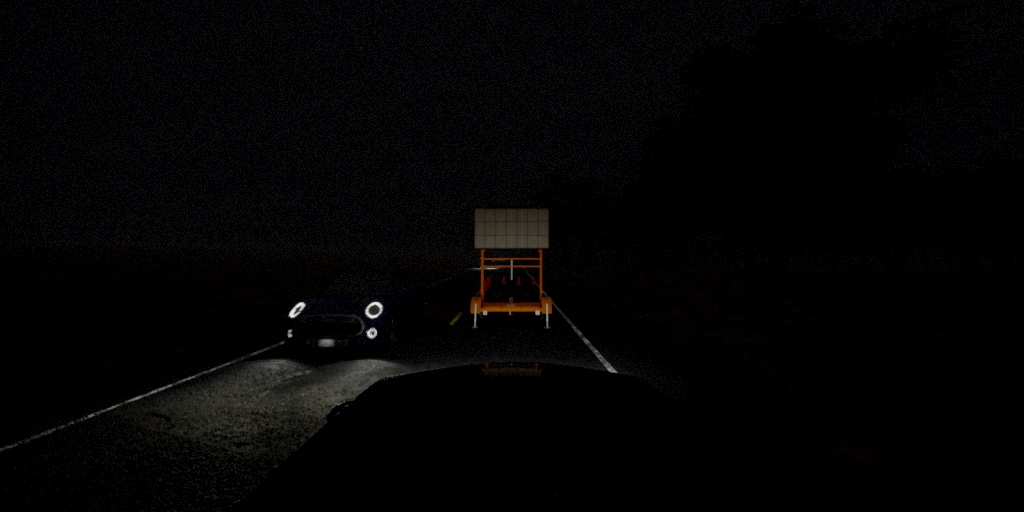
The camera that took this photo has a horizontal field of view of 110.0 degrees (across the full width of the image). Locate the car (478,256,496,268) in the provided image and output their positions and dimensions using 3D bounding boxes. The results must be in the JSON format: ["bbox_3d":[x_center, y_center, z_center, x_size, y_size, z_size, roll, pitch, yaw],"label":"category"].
[{"bbox_3d":[-3.697,0.972,51.041,1.812,1.442,4.674,0,1,0],"label":"car"}]

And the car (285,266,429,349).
[{"bbox_3d":[-3.615,1.097,9.223,2.097,1.767,4.553,0,0,0],"label":"car"}]

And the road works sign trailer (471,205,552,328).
[{"bbox_3d":[-0.009,0.203,11.305,2.380,3.560,2.880,0,0,0],"label":"road works sign trailer"}]
